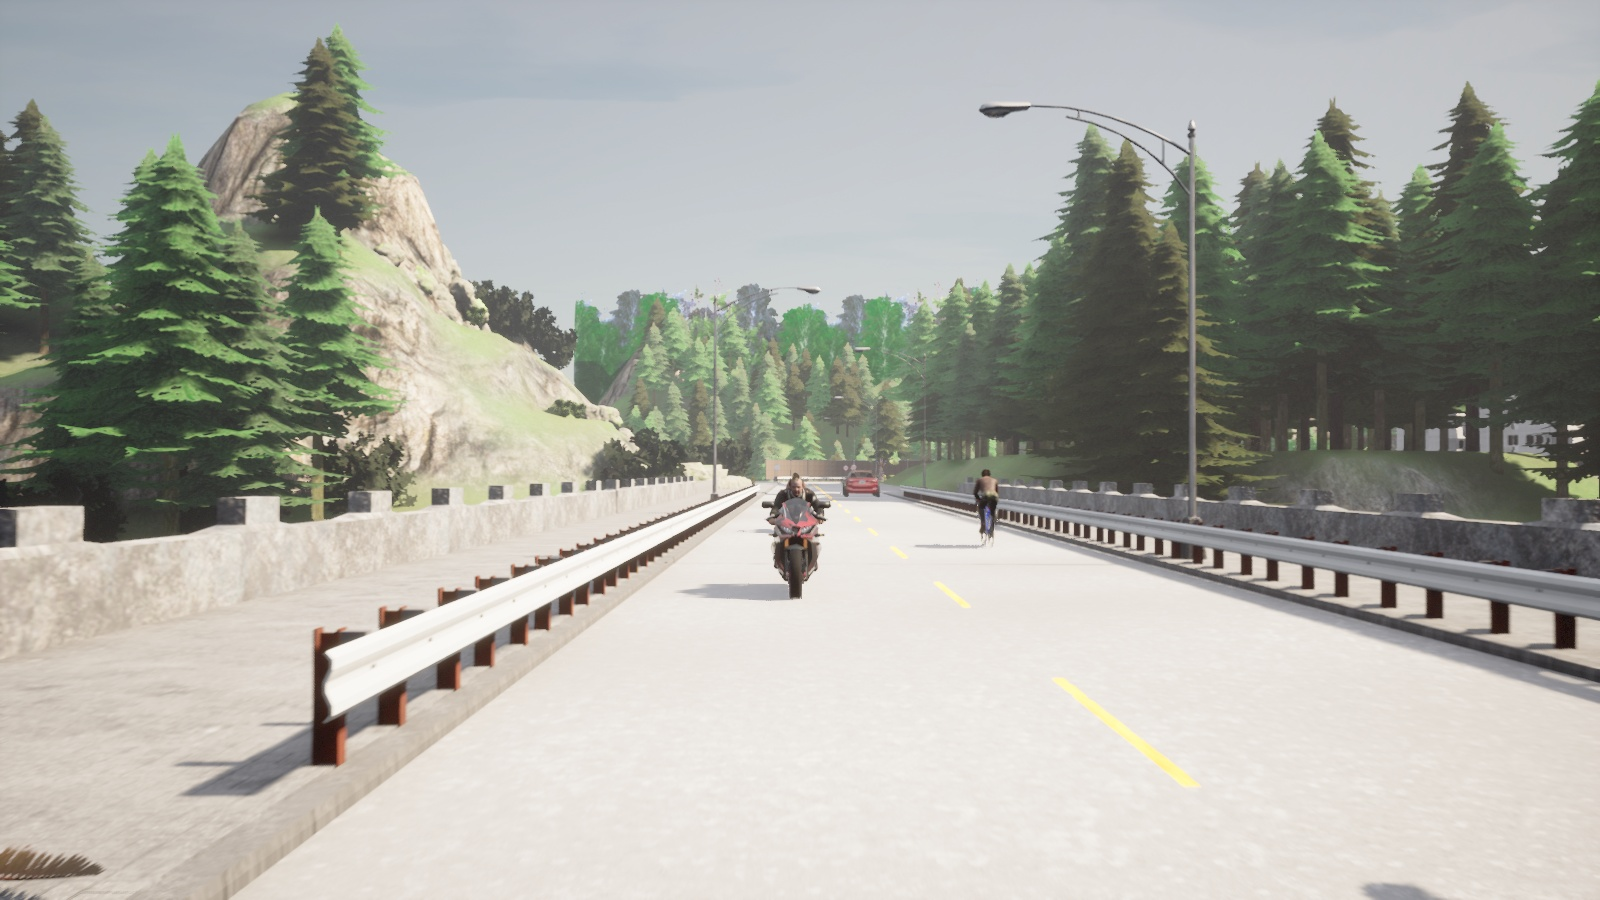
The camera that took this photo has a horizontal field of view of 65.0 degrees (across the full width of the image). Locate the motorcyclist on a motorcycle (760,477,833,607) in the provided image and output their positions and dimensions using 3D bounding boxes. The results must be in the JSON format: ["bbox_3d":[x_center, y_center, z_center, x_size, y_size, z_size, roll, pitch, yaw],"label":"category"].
[{"bbox_3d":[-0.039,1.119,16.115,0.866,1.530,2.191,0,-1,0],"label":"motorcyclist on a motorcycle"}]

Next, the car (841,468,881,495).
[{"bbox_3d":[3.786,1.955,78.372,2.242,1.667,4.611,0,-1,0],"label":"car"}]

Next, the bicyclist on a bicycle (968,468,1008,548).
[{"bbox_3d":[3.922,1.192,26.321,0.582,1.620,1.656,0,-1,0],"label":"bicyclist on a bicycle"}]
